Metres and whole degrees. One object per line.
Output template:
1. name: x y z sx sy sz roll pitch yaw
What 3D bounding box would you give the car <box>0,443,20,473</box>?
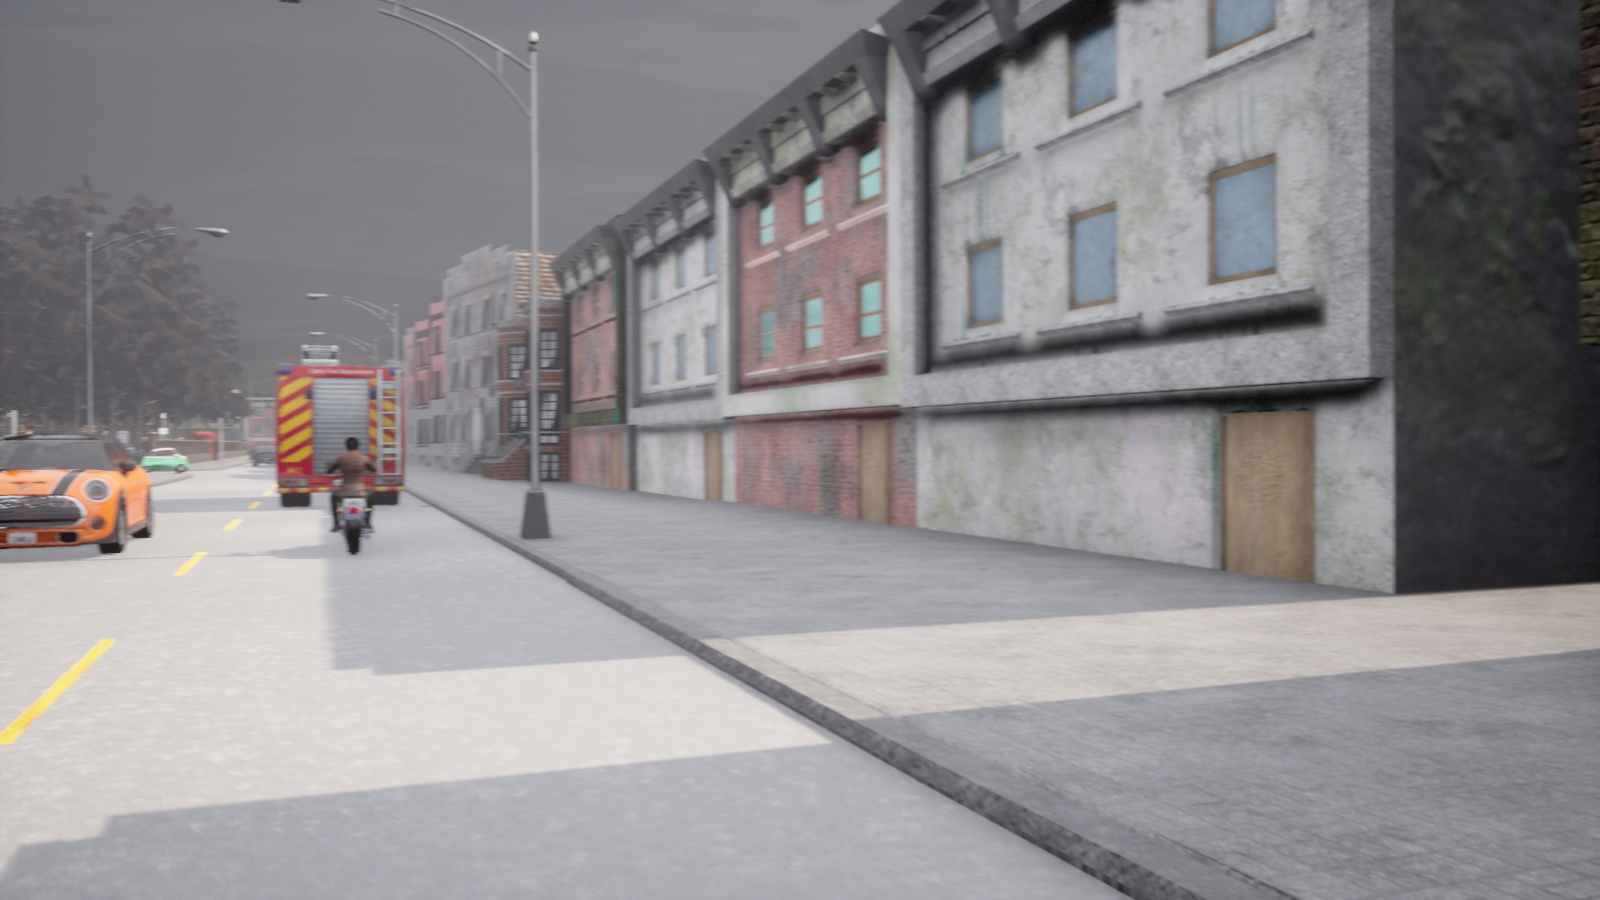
1. car: -44.151 0.427 65.784 5.366 1.575 1.801 0 0 -22

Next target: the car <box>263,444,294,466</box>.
1. car: -37.081 0.342 89.359 1.837 1.490 4.892 0 0 -20

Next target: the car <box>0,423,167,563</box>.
1. car: -10.600 0.528 18.135 2.097 1.767 4.553 0 0 -20

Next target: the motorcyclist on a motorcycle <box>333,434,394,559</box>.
1. motorcyclist on a motorcycle: -6.229 0.611 17.850 0.766 1.649 2.350 0 0 -20

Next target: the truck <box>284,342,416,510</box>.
1. truck: -11.914 -0.576 33.194 2.891 3.827 8.468 0 0 -20

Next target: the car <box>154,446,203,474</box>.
1. car: -32.666 0.512 65.992 2.207 1.376 1.481 -1 1 -29
